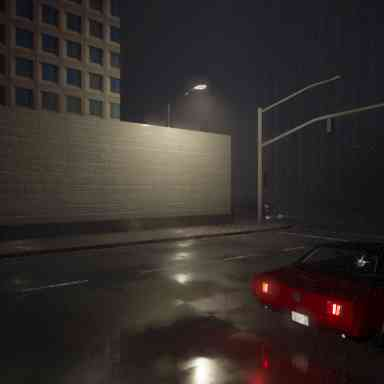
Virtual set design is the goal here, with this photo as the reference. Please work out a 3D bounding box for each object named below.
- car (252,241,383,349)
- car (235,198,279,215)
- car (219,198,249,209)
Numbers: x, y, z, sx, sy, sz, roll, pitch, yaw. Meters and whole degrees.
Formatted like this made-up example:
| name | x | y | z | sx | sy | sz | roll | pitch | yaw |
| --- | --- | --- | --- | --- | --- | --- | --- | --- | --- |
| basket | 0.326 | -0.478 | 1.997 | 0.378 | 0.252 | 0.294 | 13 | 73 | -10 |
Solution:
| name | x | y | z | sx | sy | sz | roll | pitch | yaw |
| --- | --- | --- | --- | --- | --- | --- | --- | --- | --- |
| car | 3.440 | 1.601 | 6.238 | 4.718 | 1.301 | 1.895 | 0 | 0 | -35 |
| car | 6.848 | 1.407 | 34.698 | 2.097 | 1.767 | 4.553 | 0 | 0 | -35 |
| car | 6.041 | 1.619 | 48.222 | 1.994 | 1.385 | 4.181 | 0 | 0 | -36 |
